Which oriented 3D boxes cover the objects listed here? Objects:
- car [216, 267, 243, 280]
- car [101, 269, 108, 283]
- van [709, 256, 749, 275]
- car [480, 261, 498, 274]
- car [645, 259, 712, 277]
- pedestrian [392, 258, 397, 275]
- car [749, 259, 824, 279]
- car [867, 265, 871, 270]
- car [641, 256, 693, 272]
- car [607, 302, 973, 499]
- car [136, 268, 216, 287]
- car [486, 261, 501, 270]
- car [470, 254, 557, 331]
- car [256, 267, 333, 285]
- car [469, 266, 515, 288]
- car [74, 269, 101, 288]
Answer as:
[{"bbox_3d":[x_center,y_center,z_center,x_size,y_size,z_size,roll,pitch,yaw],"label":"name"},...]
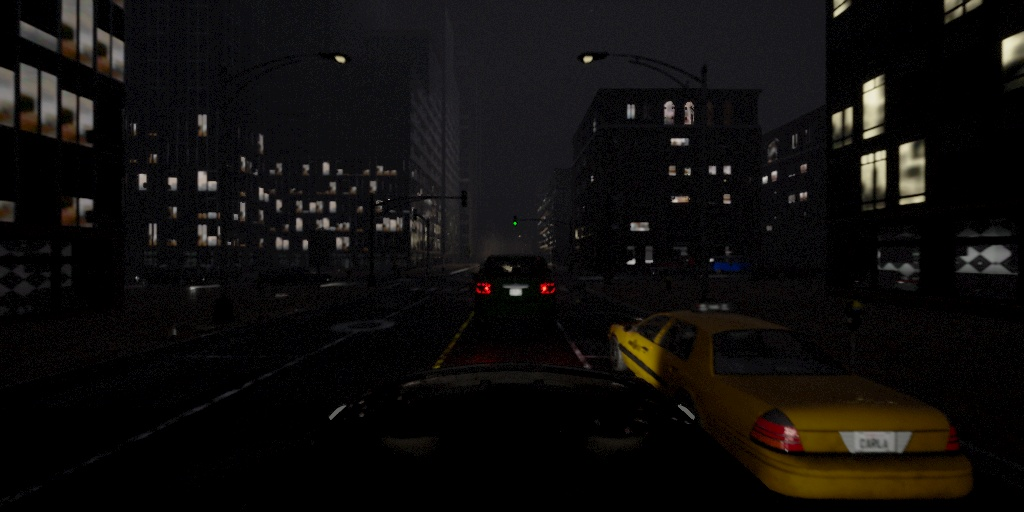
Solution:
[{"bbox_3d":[-28.405,1.741,34.489,4.403,1.370,2.007,0,0,-1],"label":"car"},{"bbox_3d":[-39.700,1.926,34.341,4.207,1.307,1.802,0,0,-1],"label":"car"},{"bbox_3d":[20.976,0.891,35.108,3.998,1.789,1.690,0,0,-1],"label":"van"},{"bbox_3d":[-2.839,1.422,46.048,2.033,1.411,5.357,0,0,-1],"label":"car"},{"bbox_3d":[15.057,1.223,32.582,4.718,1.301,1.895,-1,0,-1],"label":"car"},{"bbox_3d":[-12.353,1.121,37.678,0.375,1.860,0.375,0,1,-1],"label":"pedestrian"},{"bbox_3d":[21.085,1.089,27.228,4.507,1.381,1.888,0,0,-1],"label":"car"},{"bbox_3d":[35.322,0.899,32.777,4.674,1.442,1.812,-1,0,-1],"label":"car"},{"bbox_3d":[15.321,0.935,35.048,5.009,1.841,2.192,0,0,-1],"label":"car"},{"bbox_3d":[2.565,1.283,4.841,1.751,1.417,4.829,0,0,0],"label":"car"},{"bbox_3d":[-27.506,1.680,29.120,4.892,1.490,1.837,-1,0,-1],"label":"car"},{"bbox_3d":[-2.831,1.451,56.185,2.033,1.411,5.357,0,0,0],"label":"car"},{"bbox_3d":[0.097,0.993,11.233,2.150,2.045,5.566,0,-1,0],"label":"car"},{"bbox_3d":[-17.692,1.592,29.246,5.357,1.411,2.033,-1,0,-1],"label":"car"},{"bbox_3d":[-1.602,1.434,26.136,1.895,1.301,4.718,-1,0,-23],"label":"car"},{"bbox_3d":[-33.923,1.826,26.568,4.313,1.339,1.948,0,0,-1],"label":"car"}]
